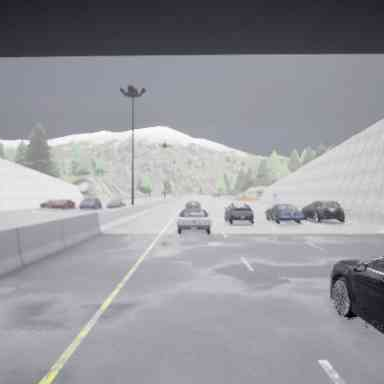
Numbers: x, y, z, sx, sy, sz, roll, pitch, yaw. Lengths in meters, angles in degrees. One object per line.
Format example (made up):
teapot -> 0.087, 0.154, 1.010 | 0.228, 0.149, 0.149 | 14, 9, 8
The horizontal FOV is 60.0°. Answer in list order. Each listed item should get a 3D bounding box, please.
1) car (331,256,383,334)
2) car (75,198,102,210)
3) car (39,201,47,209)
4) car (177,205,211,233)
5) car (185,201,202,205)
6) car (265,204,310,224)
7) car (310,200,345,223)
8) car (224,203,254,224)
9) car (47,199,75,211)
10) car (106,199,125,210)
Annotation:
car -> 3.604, 1.513, 4.562 | 2.128, 1.511, 4.902 | 0, 0, 0
car -> -14.015, 1.564, 46.086 | 2.097, 1.767, 4.553 | 0, 0, 0
car -> -20.974, 1.780, 50.090 | 2.033, 1.411, 5.357 | 0, 0, 1
car -> 0.119, 1.696, 20.432 | 1.895, 1.301, 4.718 | 0, 0, 0
car -> 0.137, 1.725, 38.287 | 2.033, 1.411, 5.357 | 0, 0, 0
car -> 7.125, 1.669, 26.186 | 2.033, 1.411, 5.357 | 0, 0, 0
car -> 10.626, 1.479, 27.310 | 2.097, 1.767, 4.553 | 0, 0, 0
car -> 3.625, 1.614, 26.105 | 2.128, 1.511, 4.902 | 0, 0, 0
car -> -17.518, 1.688, 45.494 | 1.882, 1.535, 5.008 | 0, -1, 0
car -> -10.514, 1.739, 46.064 | 1.812, 1.442, 4.674 | 0, 0, 0
